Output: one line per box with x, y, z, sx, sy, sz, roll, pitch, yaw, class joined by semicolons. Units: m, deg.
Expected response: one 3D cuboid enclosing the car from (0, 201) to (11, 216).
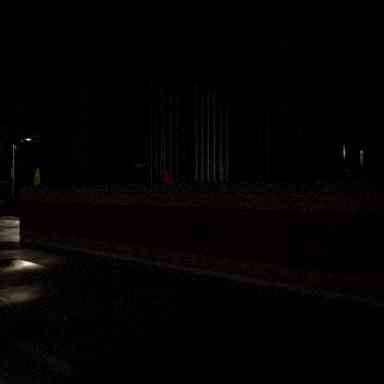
-16.375;1.543;29.061;2.128;1.511;4.902;0;0;37;car

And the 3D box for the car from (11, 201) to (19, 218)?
-12.217;1.599;28.783;2.033;1.411;5.357;0;0;37;car
